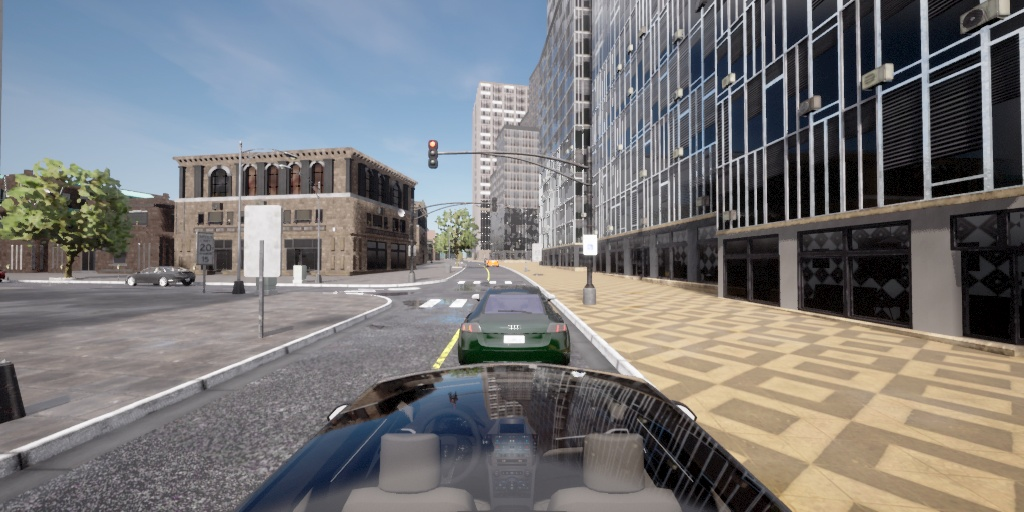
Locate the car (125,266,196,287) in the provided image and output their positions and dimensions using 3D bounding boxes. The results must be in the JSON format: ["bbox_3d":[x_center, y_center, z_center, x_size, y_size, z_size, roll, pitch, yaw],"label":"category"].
[{"bbox_3d":[-24.214,1.378,24.710,4.403,1.370,2.007,0,0,9],"label":"car"}]

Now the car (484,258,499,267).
[{"bbox_3d":[-3.561,1.096,64.696,2.097,1.767,4.553,0,0,-7],"label":"car"}]

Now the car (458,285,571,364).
[{"bbox_3d":[0.039,1.315,7.799,1.994,1.385,4.181,0,0,0],"label":"car"}]

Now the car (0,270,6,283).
[{"bbox_3d":[-41.453,1.380,27.465,4.507,1.381,1.888,0,0,9],"label":"car"}]
